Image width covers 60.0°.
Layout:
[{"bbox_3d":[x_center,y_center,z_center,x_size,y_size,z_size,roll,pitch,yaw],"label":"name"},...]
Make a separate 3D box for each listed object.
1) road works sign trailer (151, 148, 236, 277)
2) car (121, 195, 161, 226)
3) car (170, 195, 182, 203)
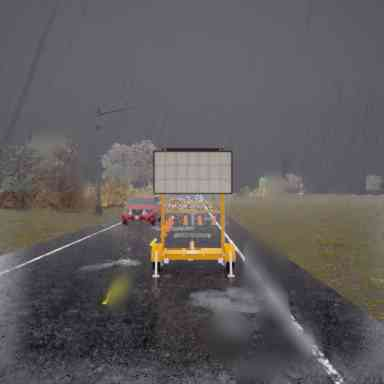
[{"bbox_3d":[0.026,0.468,10.228,2.380,3.560,2.880,0,0,-1],"label":"road works sign trailer"},{"bbox_3d":[-3.442,1.233,23.602,2.150,2.045,5.566,0,0,0],"label":"car"},{"bbox_3d":[-3.068,1.394,65.657,2.097,1.767,4.553,0,0,1],"label":"car"}]
